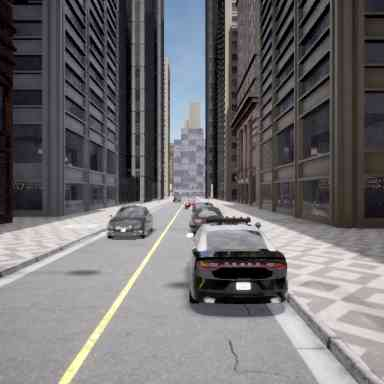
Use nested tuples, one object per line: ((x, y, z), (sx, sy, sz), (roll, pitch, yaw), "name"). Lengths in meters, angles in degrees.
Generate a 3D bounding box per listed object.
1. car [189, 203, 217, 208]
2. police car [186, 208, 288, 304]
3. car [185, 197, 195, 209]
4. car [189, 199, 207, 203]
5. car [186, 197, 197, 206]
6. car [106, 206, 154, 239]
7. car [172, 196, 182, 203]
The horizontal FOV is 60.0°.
((0.873, 1.534, 18.232), (1.812, 1.442, 4.674), (0, 0, 0), "car")
((0.887, 1.427, 8.342), (1.930, 1.638, 5.238), (0, 0, 0), "police car")
((-0.030, 1.646, 45.985), (1.895, 1.301, 4.718), (0, 0, 0), "car")
((0.864, 1.519, 24.232), (1.837, 1.490, 4.892), (0, 0, 0), "car")
((-0.083, 1.641, 59.010), (1.994, 1.385, 4.181), (0, 0, 0), "car")
((-3.128, 1.512, 17.528), (1.837, 1.490, 4.892), (0, 0, 0), "car")
((-3.100, 1.618, 70.223), (1.837, 1.490, 4.892), (0, 0, 0), "car")
